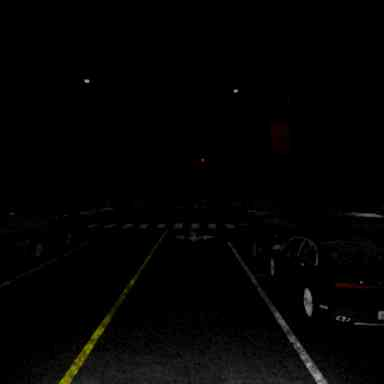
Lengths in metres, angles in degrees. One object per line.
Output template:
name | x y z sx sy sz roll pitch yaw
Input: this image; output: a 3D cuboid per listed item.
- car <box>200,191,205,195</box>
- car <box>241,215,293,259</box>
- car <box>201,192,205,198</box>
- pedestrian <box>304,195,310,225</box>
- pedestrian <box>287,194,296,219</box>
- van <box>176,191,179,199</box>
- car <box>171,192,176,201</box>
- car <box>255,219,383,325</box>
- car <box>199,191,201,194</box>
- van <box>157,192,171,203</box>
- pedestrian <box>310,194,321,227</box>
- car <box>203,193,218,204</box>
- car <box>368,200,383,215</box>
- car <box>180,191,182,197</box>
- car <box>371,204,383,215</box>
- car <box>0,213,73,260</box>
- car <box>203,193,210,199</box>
car | 3.472 0.951 70.631 2.192 1.841 5.009 0 0 1
car | 2.825 1.486 11.915 2.008 1.369 4.403 0 0 0
car | 3.393 1.214 65.120 2.008 1.369 4.403 0 0 1
pedestrian | 6.989 1.033 19.765 0.375 1.860 0.375 0 0 0
pedestrian | 6.176 1.031 20.368 0.375 1.860 0.375 0 0 0
van | -4.894 0.923 81.775 1.690 1.788 3.998 0 0 1
car | -5.053 1.202 70.751 1.947 1.339 4.313 0 0 1
car | 2.799 1.512 6.923 2.008 1.369 4.403 0 0 0
car | 3.788 0.968 92.682 1.967 1.590 4.097 0 0 1
van | -5.210 1.032 59.727 1.690 1.788 3.998 0 0 1
pedestrian | 7.203 1.070 19.163 0.375 1.860 0.375 0 0 0
car | 3.235 1.269 54.096 2.008 1.369 4.403 0 0 1
car | 22.631 1.755 37.159 4.892 1.490 1.837 1 0 1
car | -4.736 0.843 92.799 2.192 1.841 5.009 0 0 1
car | 21.350 1.763 33.906 4.674 1.442 1.812 1 0 0
car | -5.700 1.486 11.963 2.008 1.369 4.403 0 0 0
car | 3.711 1.079 87.340 1.752 1.417 4.829 0 0 1
